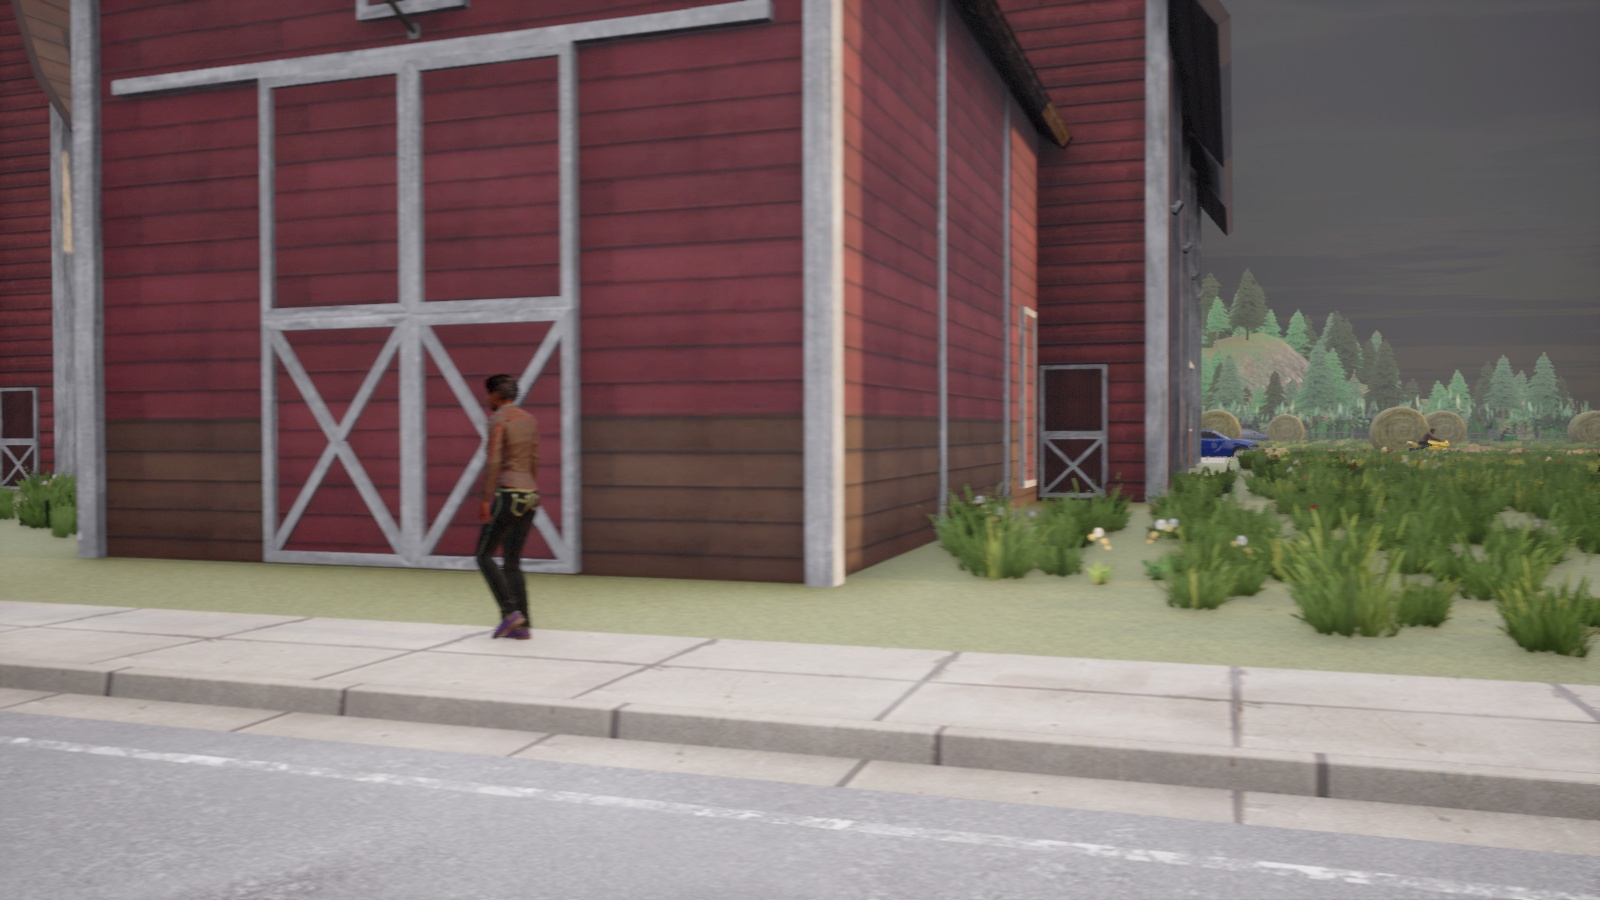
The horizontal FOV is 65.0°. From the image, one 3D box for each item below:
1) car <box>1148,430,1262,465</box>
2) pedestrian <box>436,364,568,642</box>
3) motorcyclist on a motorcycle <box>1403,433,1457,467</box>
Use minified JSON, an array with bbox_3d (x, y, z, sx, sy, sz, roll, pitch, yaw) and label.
[{"bbox_3d":[19.154,-0.123,59.430,5.008,1.535,1.882,1,1,19],"label":"car"},{"bbox_3d":[-2.021,0.338,8.504,0.869,1.805,0.328,1,1,29],"label":"pedestrian"},{"bbox_3d":[28.267,-0.014,56.364,2.044,1.523,0.797,1,1,19],"label":"motorcyclist on a motorcycle"}]
